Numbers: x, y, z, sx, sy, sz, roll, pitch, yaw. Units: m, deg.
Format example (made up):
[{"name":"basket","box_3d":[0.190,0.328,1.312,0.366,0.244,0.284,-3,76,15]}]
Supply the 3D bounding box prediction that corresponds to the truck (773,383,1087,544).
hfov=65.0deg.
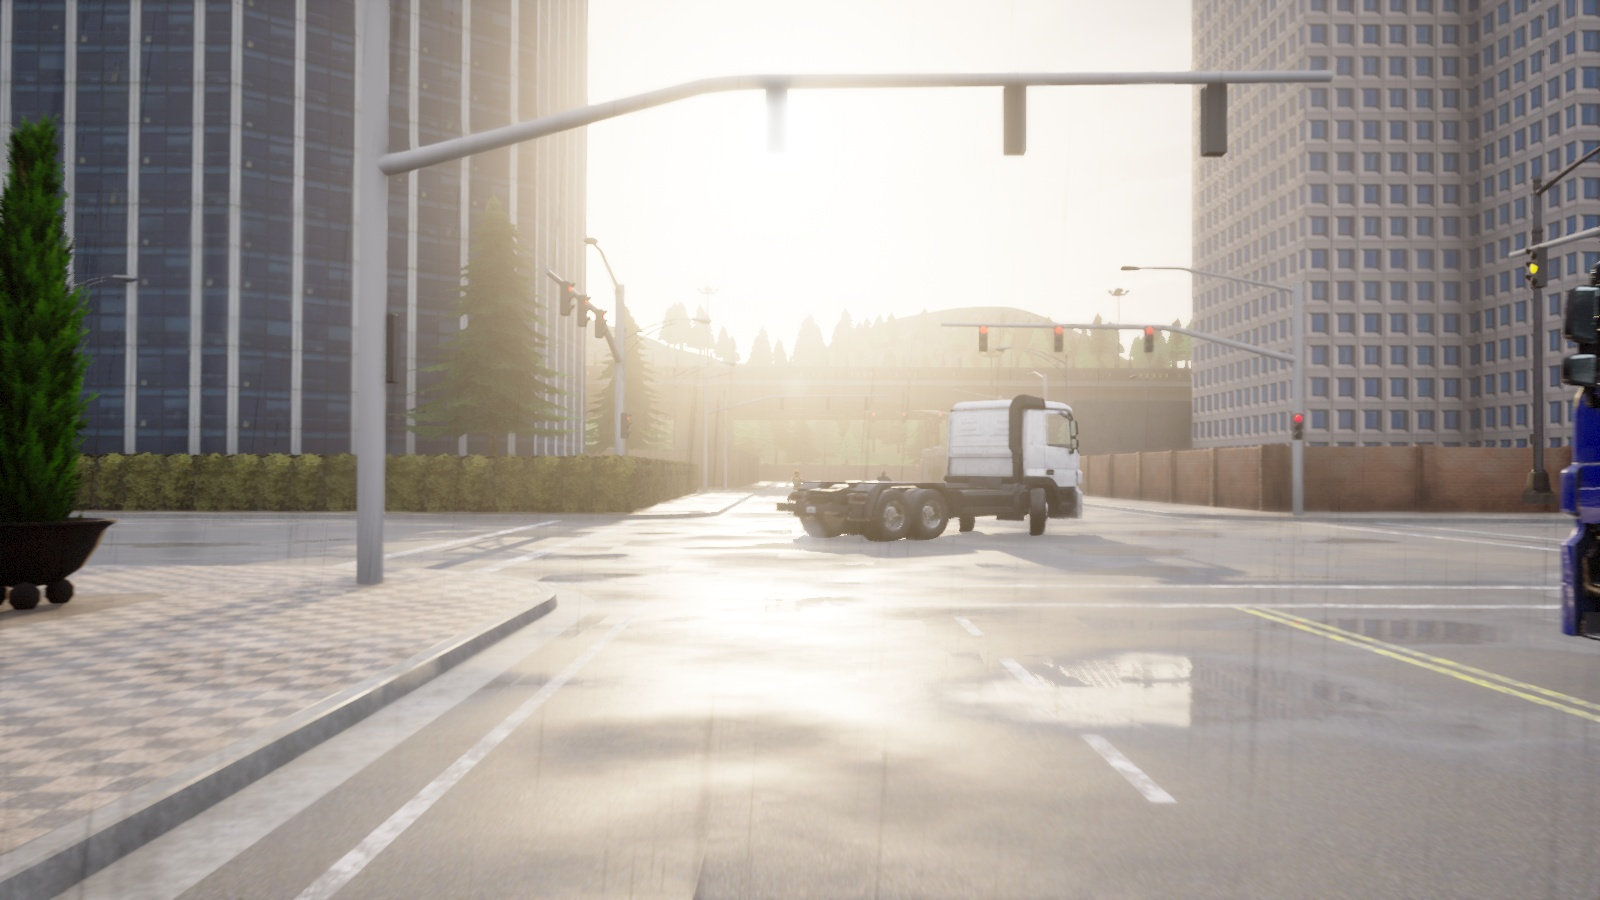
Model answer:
[{"name":"truck","box_3d":[3.355,0.332,30.676,7.936,3.462,2.891,1,-1,-40]}]

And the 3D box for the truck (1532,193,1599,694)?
[{"name":"truck","box_3d":[6.982,-0.103,5.481,2.891,3.462,7.936,0,-1,0]}]
